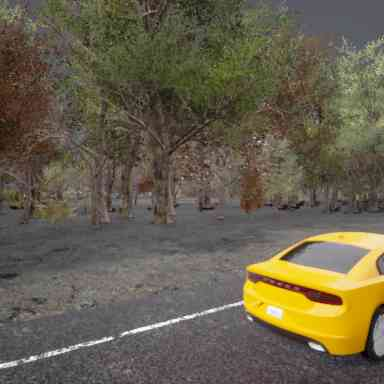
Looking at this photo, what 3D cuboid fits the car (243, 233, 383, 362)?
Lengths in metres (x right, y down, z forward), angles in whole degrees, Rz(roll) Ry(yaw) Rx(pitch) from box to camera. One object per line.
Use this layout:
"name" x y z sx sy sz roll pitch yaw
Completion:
"car" 3.145 1.479 5.989 5.008 1.535 1.882 0 0 -36
